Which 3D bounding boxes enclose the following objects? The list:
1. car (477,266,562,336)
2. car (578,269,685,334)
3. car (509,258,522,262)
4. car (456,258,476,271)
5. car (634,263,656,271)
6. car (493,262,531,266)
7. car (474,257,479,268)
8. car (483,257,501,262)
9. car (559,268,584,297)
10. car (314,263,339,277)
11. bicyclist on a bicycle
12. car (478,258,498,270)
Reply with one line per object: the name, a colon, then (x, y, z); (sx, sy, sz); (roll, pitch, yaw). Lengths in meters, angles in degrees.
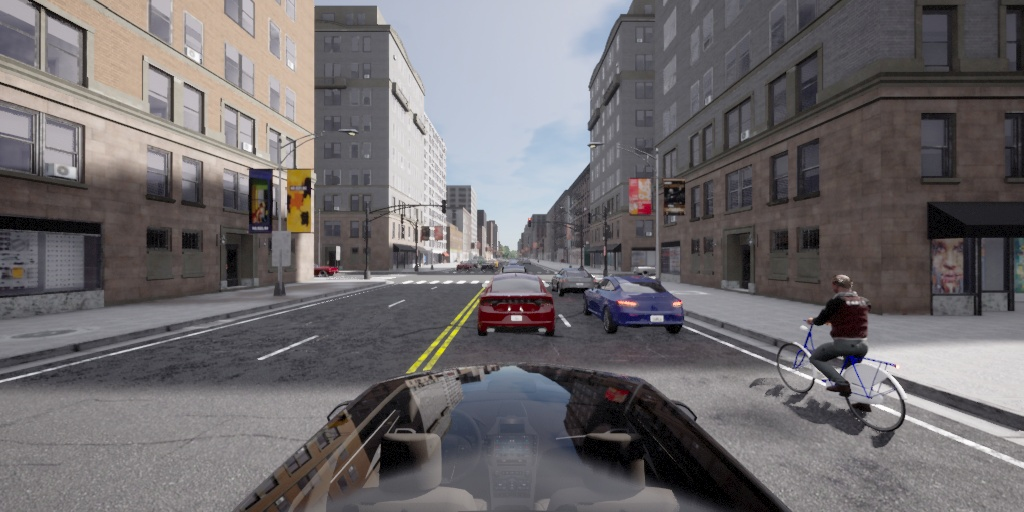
car: (0.103, 1.229, 10.428); (1.882, 1.535, 5.008); (0, 0, 0)
car: (3.348, 1.277, 10.564); (1.812, 1.442, 4.674); (0, 0, 0)
car: (0.165, 1.292, 51.736); (1.812, 1.442, 4.674); (0, 0, 0)
car: (-6.594, 1.366, 50.349); (1.895, 1.301, 4.718); (0, 0, 0)
car: (15.059, 1.409, 37.133); (4.718, 1.301, 1.895); (0, 0, 1)
car: (0.105, 1.258, 19.911); (1.837, 1.490, 4.892); (0, 0, 0)
car: (-6.574, 1.273, 59.451); (1.837, 1.490, 4.892); (0, 0, 0)
car: (-3.321, 1.246, 59.789); (1.882, 1.535, 5.008); (0, 0, 0)
car: (3.254, 1.317, 19.163); (1.994, 1.385, 4.181); (0, 0, 0)
car: (-19.265, 1.335, 34.320); (4.718, 1.301, 1.895); (0, 0, -2)
bicyclist on a bicycle: (4.146, 1.121, 4.704); (0.659, 1.776, 1.843); (0, 0, 0)
car: (-3.333, 1.367, 50.397); (1.895, 1.301, 4.718); (0, 0, 0)
